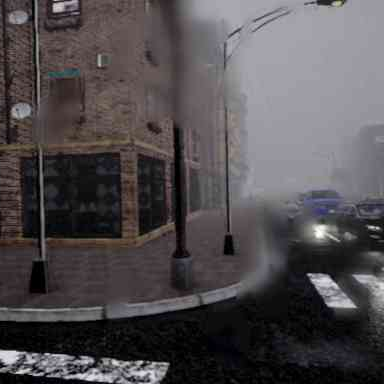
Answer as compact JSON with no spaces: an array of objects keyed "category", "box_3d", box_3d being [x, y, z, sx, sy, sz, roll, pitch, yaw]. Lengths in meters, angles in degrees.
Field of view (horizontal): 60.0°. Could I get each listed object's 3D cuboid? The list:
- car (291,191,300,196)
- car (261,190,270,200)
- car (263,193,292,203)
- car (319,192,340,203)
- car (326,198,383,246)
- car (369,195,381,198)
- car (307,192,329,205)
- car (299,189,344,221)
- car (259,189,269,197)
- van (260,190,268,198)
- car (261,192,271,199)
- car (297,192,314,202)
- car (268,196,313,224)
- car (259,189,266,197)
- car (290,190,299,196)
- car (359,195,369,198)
[{"category":"car","box_3d":[27.225,0.309,87.254,1.802,1.307,4.206,-2,0,11]},{"category":"car","box_3d":[11.536,0.867,49.458,1.752,1.417,4.829,-2,0,11]},{"category":"car","box_3d":[8.388,1.095,32.836,2.008,1.369,4.403,-2,0,11]},{"category":"car","box_3d":[19.803,0.730,48.076,2.008,1.369,4.403,-2,0,11]},{"category":"car","box_3d":[7.413,1.219,13.815,2.128,1.511,4.902,-1,1,9]},{"category":"car","box_3d":[15.562,1.036,25.690,1.802,1.307,4.206,-2,0,11]},{"category":"car","box_3d":[16.216,0.800,43.022,1.837,1.490,4.892,-1,0,11]},{"category":"car","box_3d":[9.269,0.826,23.571,2.150,2.045,5.566,-1,0,11]},{"category":"car","box_3d":[17.922,0.265,83.202,2.192,1.841,5.009,-2,0,11]},{"category":"van","box_3d":[16.863,0.354,77.607,1.690,1.788,3.998,-2,0,11]},{"category":"car","box_3d":[14.716,0.668,66.248,1.752,1.417,4.829,-2,0,11]},{"category":"car","box_3d":[18.134,0.699,53.261,1.812,1.442,4.674,-1,0,11]},{"category":"car","box_3d":[6.267,1.235,21.642,2.008,1.369,4.403,-2,0,11]},{"category":"car","box_3d":[13.685,0.647,60.817,1.967,1.590,4.097,-2,0,11]},{"category":"car","box_3d":[11.183,0.831,33.616,2.097,1.767,4.553,-1,0,11]},{"category":"car","box_3d":[16.622,0.935,31.286,2.008,1.369,4.403,-2,0,11]}]
